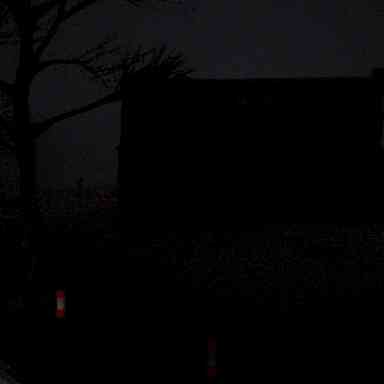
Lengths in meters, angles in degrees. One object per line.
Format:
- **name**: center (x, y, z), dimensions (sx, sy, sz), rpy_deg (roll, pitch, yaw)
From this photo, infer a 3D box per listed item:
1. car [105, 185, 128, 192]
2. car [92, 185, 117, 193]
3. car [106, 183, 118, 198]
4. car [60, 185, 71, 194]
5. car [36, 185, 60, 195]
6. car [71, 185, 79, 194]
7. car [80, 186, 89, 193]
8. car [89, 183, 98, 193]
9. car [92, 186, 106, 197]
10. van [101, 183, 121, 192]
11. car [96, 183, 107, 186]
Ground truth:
- **car**: center (-18.573, -0.912, 81.860), dimensions (5.008, 1.535, 2.097), rpy_deg (2, 2, 18)
- **car**: center (-20.088, -0.779, 76.556), dimensions (5.366, 1.575, 1.946), rpy_deg (2, 2, 18)
- **car**: center (-11.190, -0.063, 54.318), dimensions (2.150, 2.045, 5.566), rpy_deg (2, 2, 18)
- **car**: center (-25.358, -0.412, 60.874), dimensions (5.008, 1.535, 2.097), rpy_deg (2, 2, 18)
- **car**: center (-26.169, -0.483, 58.230), dimensions (4.553, 1.767, 2.185), rpy_deg (2, 2, 18)
- **car**: center (-24.504, -0.430, 63.494), dimensions (4.674, 1.452, 2.002), rpy_deg (2, 2, 18)
- **car**: center (-23.624, -0.652, 66.104), dimensions (4.553, 1.767, 2.185), rpy_deg (2, 2, 18)
- **car**: center (-22.814, -0.588, 68.747), dimensions (4.892, 1.521, 2.231), rpy_deg (2, 2, 18)
- **car**: center (-14.037, 0.132, 55.266), dimensions (1.812, 1.442, 4.674), rpy_deg (2, 2, 19)
- **van**: center (-19.299, -1.069, 79.192), dimensions (4.442, 1.987, 1.878), rpy_deg (2, 2, 18)
- **car**: center (-21.132, -0.970, 73.990), dimensions (5.566, 2.045, 2.435), rpy_deg (2, 2, 18)
